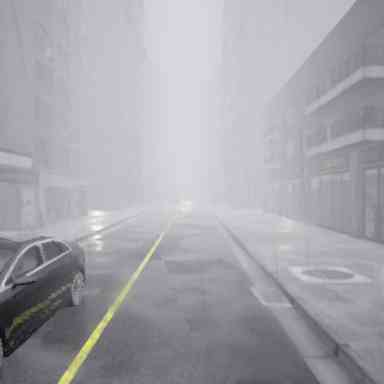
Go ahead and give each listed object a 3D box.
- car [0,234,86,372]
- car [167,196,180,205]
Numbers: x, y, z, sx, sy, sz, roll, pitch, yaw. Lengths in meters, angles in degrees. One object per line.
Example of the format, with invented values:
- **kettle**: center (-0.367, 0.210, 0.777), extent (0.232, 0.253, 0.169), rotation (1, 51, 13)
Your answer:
- **car**: center (-3.101, 1.479, 5.048), extent (2.128, 1.511, 4.902), rotation (0, 0, 0)
- **car**: center (-3.006, 1.358, 54.267), extent (1.837, 1.490, 4.892), rotation (0, 0, 0)
